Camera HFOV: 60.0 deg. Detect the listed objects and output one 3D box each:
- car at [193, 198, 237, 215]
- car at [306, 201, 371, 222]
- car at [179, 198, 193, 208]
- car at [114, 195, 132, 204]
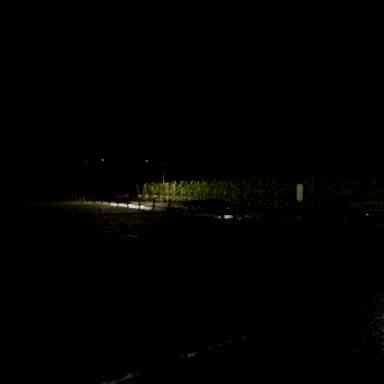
[{"bbox_3d":[2.499,1.402,33.184,1.837,1.490,4.892,0,0,-33],"label":"car"},{"bbox_3d":[11.386,1.473,26.208,1.882,1.535,5.008,0,0,-32],"label":"car"},{"bbox_3d":[0.189,1.450,43.507,1.895,1.301,4.718,0,0,-33],"label":"car"},{"bbox_3d":[-11.458,1.213,55.106,1.837,1.490,4.892,0,0,-31],"label":"car"}]
